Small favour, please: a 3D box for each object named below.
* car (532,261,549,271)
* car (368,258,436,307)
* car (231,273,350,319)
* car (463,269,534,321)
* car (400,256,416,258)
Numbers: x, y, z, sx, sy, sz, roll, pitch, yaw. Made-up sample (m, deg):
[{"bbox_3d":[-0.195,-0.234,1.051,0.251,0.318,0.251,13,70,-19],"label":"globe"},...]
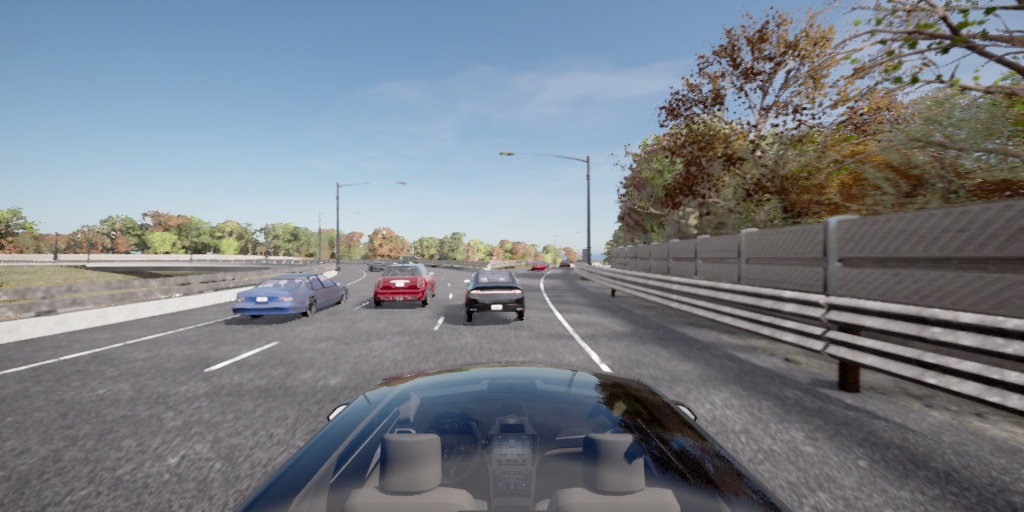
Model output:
[{"bbox_3d":[3.884,1.304,48.460,1.994,1.385,4.181,0,0,12],"label":"car"},{"bbox_3d":[-4.604,1.120,15.935,2.097,1.767,4.553,0,0,-8],"label":"car"},{"bbox_3d":[-7.680,1.327,13.086,2.033,1.411,5.357,0,0,-7],"label":"car"},{"bbox_3d":[-0.673,1.245,12.606,2.128,1.511,4.902,0,0,-6],"label":"car"},{"bbox_3d":[-14.050,1.027,47.841,2.150,2.045,5.566,0,0,-25],"label":"car"}]
